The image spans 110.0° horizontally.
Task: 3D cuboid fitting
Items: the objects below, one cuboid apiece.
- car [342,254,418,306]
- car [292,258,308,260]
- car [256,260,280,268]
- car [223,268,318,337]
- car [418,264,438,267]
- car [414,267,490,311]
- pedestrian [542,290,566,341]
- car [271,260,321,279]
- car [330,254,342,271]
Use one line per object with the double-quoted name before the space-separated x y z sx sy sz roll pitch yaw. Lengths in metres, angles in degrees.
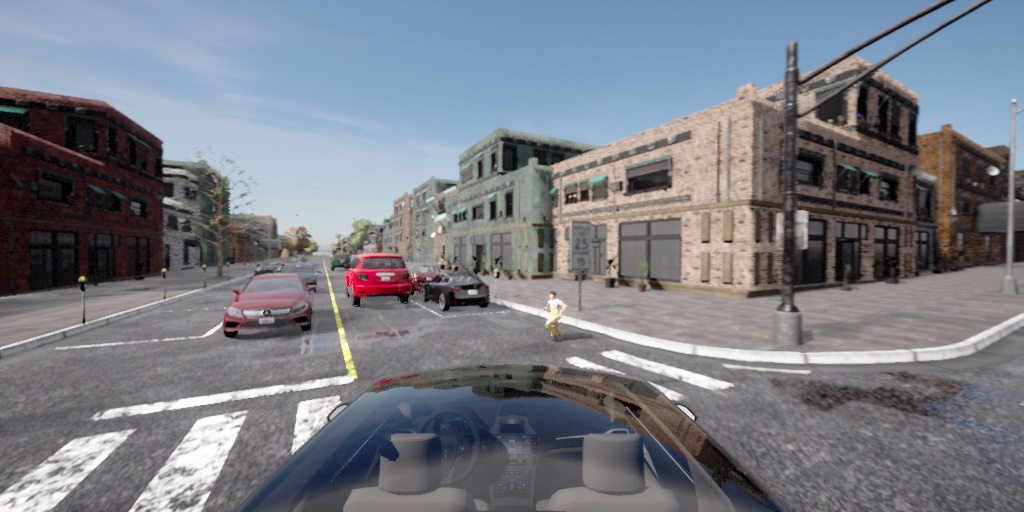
"car" -6.015 0.926 15.810 2.150 2.045 5.566 0 0 -28
"car" -16.714 1.155 29.138 2.033 1.411 5.357 0 0 -28
"car" -20.124 1.034 30.028 1.967 1.591 4.097 0 0 -28
"car" -6.876 1.256 10.535 1.812 1.442 4.674 0 0 -28
"car" -4.929 1.130 19.244 1.967 1.591 4.097 0 0 -28
"car" -2.333 1.288 14.340 1.948 1.339 4.313 0 0 -28
"pedestrian" 1.026 1.336 8.379 0.375 1.300 0.375 -1 1 -28
"car" -11.742 1.174 19.733 1.837 1.490 4.892 0 0 -28
"car" -20.969 0.743 43.986 2.150 2.045 5.566 0 1 -28
